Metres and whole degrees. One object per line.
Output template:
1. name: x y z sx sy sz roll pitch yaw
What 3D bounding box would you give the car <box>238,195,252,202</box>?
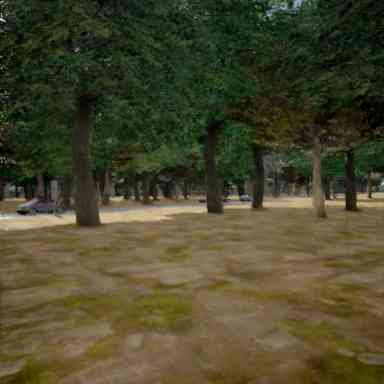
1. car: 10.677 1.225 62.851 2.033 1.411 5.357 -2 -1 38

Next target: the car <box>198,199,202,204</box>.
1. car: 3.120 1.419 58.884 1.895 1.301 4.718 -2 -1 38

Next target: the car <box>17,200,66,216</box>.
1. car: -14.018 1.430 31.125 1.994 1.385 4.181 -2 -1 38

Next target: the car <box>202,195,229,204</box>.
1. car: 4.305 1.227 54.595 1.837 1.490 4.892 -2 -1 38
